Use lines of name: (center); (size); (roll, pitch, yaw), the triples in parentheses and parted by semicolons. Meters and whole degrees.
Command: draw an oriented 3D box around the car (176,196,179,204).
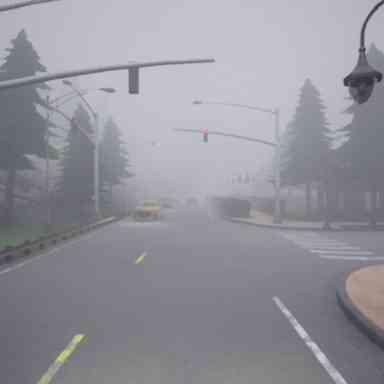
car: (-3.492, 1.406, 62.969); (1.812, 1.442, 4.674); (0, 0, 1)

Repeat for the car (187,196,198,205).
car: (0.037, 1.371, 56.517); (1.882, 1.535, 5.008); (0, 0, 0)

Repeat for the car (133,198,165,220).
car: (-3.579, 1.426, 27.437); (1.882, 1.535, 5.008); (0, 0, 0)

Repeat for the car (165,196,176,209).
car: (-3.563, 1.465, 43.969); (2.033, 1.411, 5.357); (0, 0, 0)
